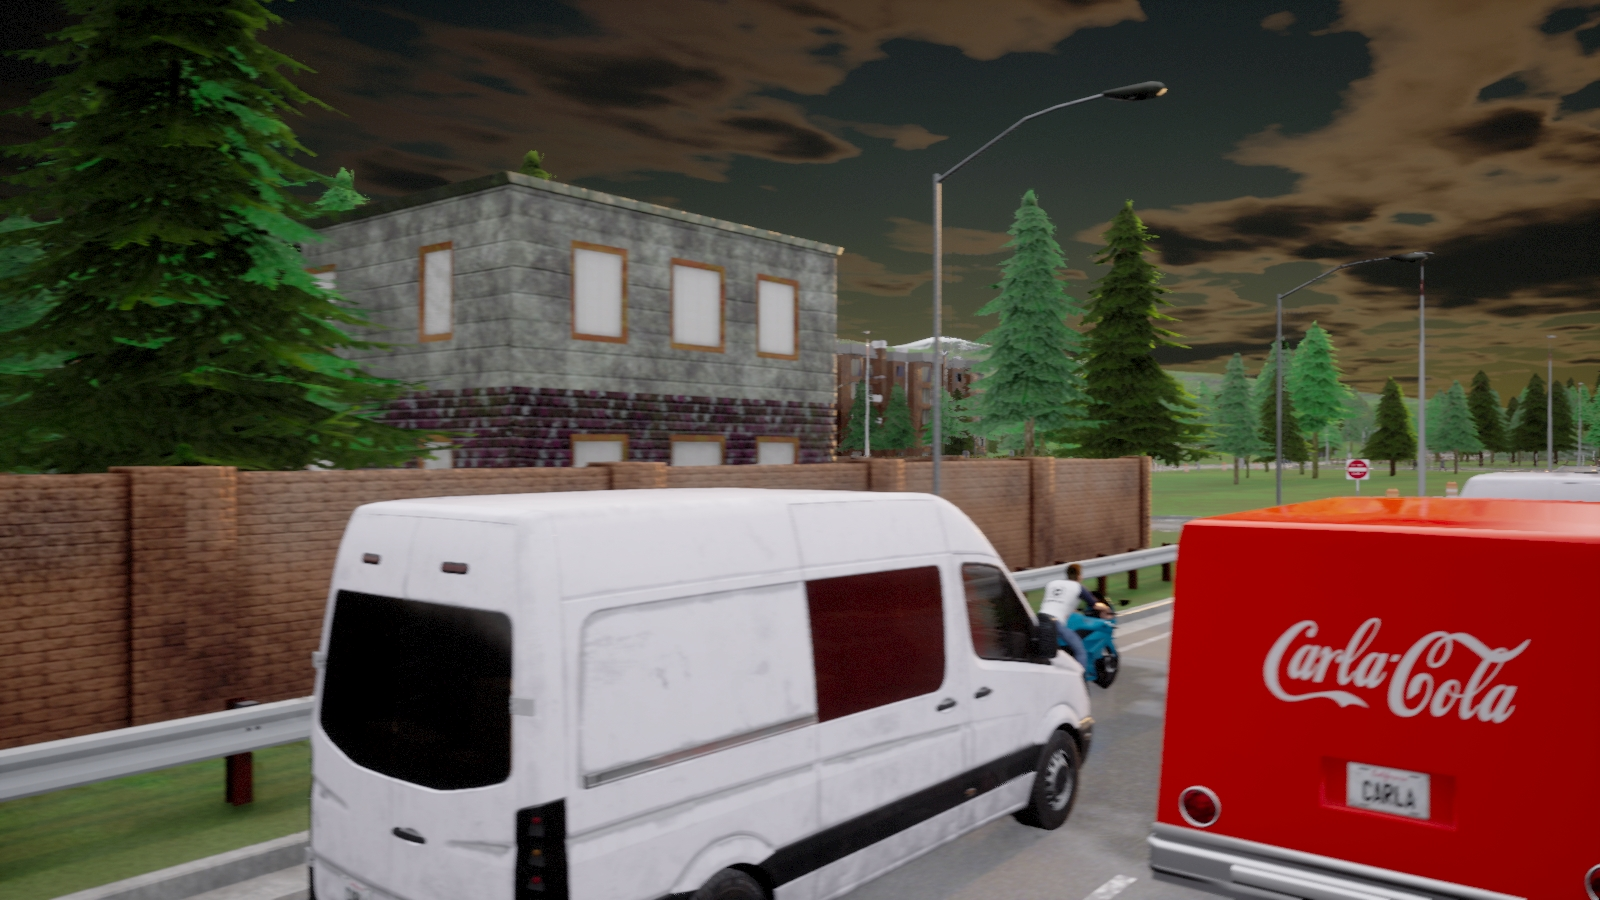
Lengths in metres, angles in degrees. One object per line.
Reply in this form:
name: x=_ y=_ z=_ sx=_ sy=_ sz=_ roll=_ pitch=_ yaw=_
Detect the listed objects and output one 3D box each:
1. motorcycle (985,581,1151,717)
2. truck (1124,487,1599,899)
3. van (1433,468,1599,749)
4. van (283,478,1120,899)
motorcycle: x=3.054 y=2.187 z=12.907 sx=2.033 sy=1.199 sz=0.803 roll=0 pitch=0 yaw=-42
truck: x=4.453 y=1.568 z=7.564 sx=2.627 sy=2.467 sz=5.204 roll=0 pitch=0 yaw=39
van: x=9.068 y=1.538 z=13.313 sx=1.988 sy=2.561 sz=5.915 roll=0 pitch=0 yaw=39
van: x=-0.038 y=1.535 z=7.575 sx=1.988 sy=2.561 sz=5.915 roll=0 pitch=0 yaw=39
